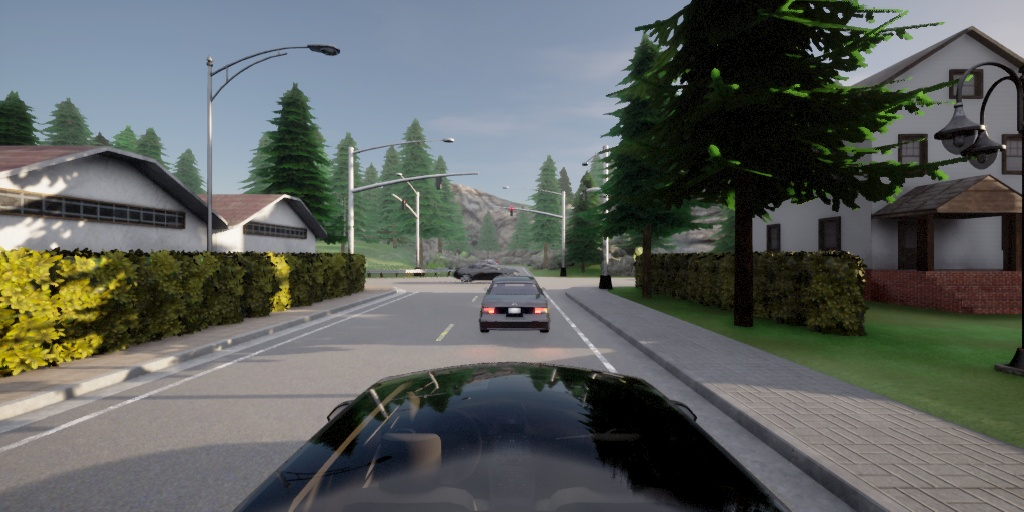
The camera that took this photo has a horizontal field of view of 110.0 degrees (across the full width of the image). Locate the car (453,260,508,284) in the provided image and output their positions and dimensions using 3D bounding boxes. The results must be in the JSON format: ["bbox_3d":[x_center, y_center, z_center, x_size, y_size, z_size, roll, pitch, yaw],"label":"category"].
[{"bbox_3d":[-1.825,1.235,26.232,4.902,1.511,2.128,0,0,0],"label":"car"}]

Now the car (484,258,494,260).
[{"bbox_3d":[-3.567,1.276,43.648,1.812,1.442,4.674,0,0,0],"label":"car"}]

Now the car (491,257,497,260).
[{"bbox_3d":[-3.561,1.276,53.665,1.812,1.442,4.674,0,0,0],"label":"car"}]

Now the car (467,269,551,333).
[{"bbox_3d":[0.076,1.297,10.729,2.033,1.411,5.357,0,0,0],"label":"car"}]
